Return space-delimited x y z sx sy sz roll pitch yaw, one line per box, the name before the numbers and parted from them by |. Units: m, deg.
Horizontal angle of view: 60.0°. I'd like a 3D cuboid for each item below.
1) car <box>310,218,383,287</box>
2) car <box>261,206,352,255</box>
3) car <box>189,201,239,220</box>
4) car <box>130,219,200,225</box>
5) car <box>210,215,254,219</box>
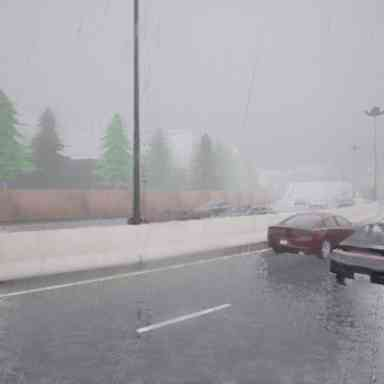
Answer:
car | 5.252 1.500 8.270 4.902 1.511 2.128 0 0 -41
car | 4.868 1.500 12.572 5.008 1.535 1.882 0 0 -42
car | 2.053 1.587 29.875 1.837 1.490 4.892 0 0 41
car | -1.737 1.669 20.946 4.718 1.301 1.895 0 0 -43
car | 3.473 1.544 21.191 2.128 1.511 4.902 0 0 44
